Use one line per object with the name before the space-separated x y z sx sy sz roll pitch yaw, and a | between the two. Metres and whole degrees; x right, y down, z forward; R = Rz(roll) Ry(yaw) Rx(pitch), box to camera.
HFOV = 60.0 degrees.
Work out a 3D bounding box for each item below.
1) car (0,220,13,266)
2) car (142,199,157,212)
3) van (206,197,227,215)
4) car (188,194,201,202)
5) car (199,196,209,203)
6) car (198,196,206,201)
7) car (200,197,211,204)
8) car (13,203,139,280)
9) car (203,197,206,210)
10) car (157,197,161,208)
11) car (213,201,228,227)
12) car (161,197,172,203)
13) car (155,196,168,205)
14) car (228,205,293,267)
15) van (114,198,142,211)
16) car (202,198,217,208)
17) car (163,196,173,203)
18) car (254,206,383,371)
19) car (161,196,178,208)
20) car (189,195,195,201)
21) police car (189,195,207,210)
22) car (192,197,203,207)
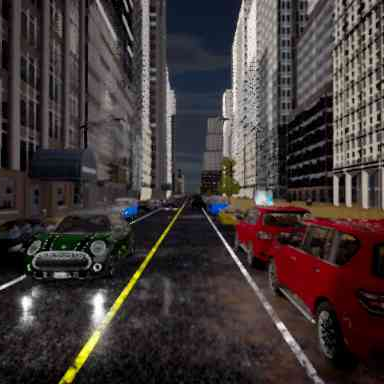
car | -5.687 1.597 11.385 1.947 1.339 4.313 0 0 0
car | -5.692 1.674 39.831 1.947 1.339 4.313 0 0 0
van | 2.692 1.433 34.124 1.690 1.788 3.998 0 0 0
car | 0.888 1.395 61.790 2.150 2.045 5.566 0 0 0
car | 2.683 1.646 73.945 1.967 1.590 4.097 0 0 0
car | 2.680 1.807 91.012 2.008 1.369 4.403 0 0 0
car | 2.684 1.740 68.256 2.008 1.369 4.403 0 0 0
car | -3.102 1.379 10.094 2.097 1.767 4.553 0 0 0
car | 2.689 1.658 39.812 2.008 1.369 4.403 0 0 0
car | -5.694 1.690 51.209 2.008 1.369 4.403 0 0 0
car | 2.692 1.587 22.915 1.752 1.417 4.829 0 0 0
car | -5.698 1.756 73.966 2.008 1.369 4.403 0 0 0
car | -5.695 1.612 62.588 1.967 1.590 4.097 0 0 0
car | 2.696 1.346 11.368 2.192 1.841 5.009 0 0 0
van | -5.688 1.418 28.453 1.690 1.788 3.998 0 0 0
car | 2.687 1.690 51.190 2.008 1.369 4.403 0 0 0
car | -5.699 1.767 79.654 1.887 1.381 4.507 0 0 0
car | 2.697 1.331 5.679 2.192 1.841 5.009 0 0 0
car | -3.080 1.685 50.436 2.033 1.411 5.357 0 0 0
car | -0.017 1.652 92.998 1.837 1.490 4.892 0 0 0
police car | 0.891 1.550 45.869 1.930 1.638 5.238 0 0 0
car | 0.889 1.658 55.759 1.837 1.490 4.892 0 0 0
